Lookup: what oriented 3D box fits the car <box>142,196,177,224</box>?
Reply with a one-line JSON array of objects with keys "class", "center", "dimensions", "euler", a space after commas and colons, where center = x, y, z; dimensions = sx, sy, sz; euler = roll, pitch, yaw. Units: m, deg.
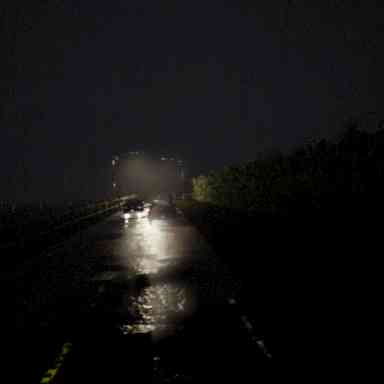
[{"class": "car", "center": [-2.029, 1.299, 22.879], "dimensions": [2.128, 1.511, 4.902], "euler": [-2, 1, -5]}]

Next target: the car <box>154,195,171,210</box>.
[{"class": "car", "center": [-3.455, 1.202, 38.648], "dimensions": [1.812, 1.442, 4.674], "euler": [-2, 1, -5]}]

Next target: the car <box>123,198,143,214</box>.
[{"class": "car", "center": [-5.904, 1.373, 34.174], "dimensions": [2.033, 1.411, 5.357], "euler": [-2, 1, -5]}]
